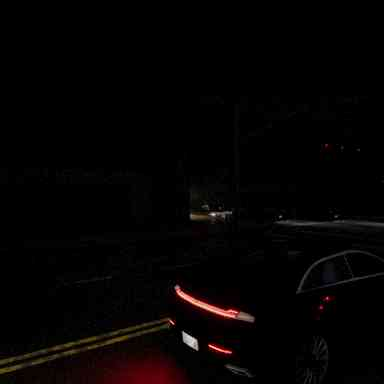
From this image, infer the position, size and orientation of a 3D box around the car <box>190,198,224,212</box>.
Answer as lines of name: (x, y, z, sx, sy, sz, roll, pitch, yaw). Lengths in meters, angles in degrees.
car: (1.652, 1.501, 38.299, 1.837, 1.490, 4.892, 0, 1, -37)

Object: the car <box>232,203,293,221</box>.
car: (5.496, 1.601, 27.279, 1.895, 1.301, 4.718, 0, 0, -36)

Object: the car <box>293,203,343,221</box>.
car: (9.789, 1.601, 27.433, 1.895, 1.301, 4.718, 0, 0, -37)

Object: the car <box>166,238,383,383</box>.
car: (1.954, 1.492, 5.223, 4.902, 1.511, 2.128, 0, 0, -35)
